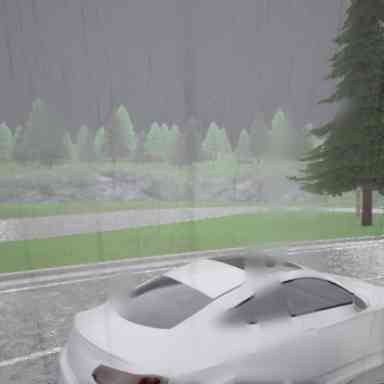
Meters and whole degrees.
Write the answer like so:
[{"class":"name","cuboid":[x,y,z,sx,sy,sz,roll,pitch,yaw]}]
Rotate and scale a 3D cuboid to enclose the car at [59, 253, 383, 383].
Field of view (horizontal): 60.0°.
[{"class":"car","cuboid":[0.889,1.516,4.061,4.674,1.442,1.812,0,0,-33]}]
